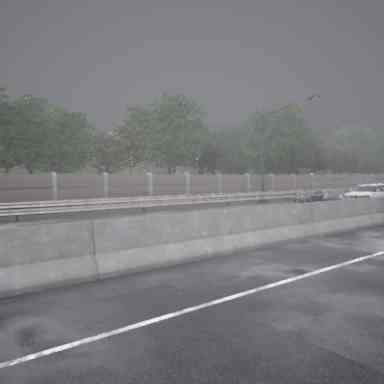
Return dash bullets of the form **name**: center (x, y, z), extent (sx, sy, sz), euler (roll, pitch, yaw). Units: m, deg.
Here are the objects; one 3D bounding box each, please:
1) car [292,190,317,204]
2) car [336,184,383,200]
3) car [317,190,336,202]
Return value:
- **car**: center (12.562, 0.551, 34.923), extent (4.892, 1.490, 1.837), euler (-2, 1, -36)
- **car**: center (14.901, 0.333, 27.961), extent (5.566, 2.045, 2.150), euler (-2, 1, -36)
- **car**: center (14.628, 0.396, 32.099), extent (4.553, 1.767, 2.097), euler (-2, 1, -36)
